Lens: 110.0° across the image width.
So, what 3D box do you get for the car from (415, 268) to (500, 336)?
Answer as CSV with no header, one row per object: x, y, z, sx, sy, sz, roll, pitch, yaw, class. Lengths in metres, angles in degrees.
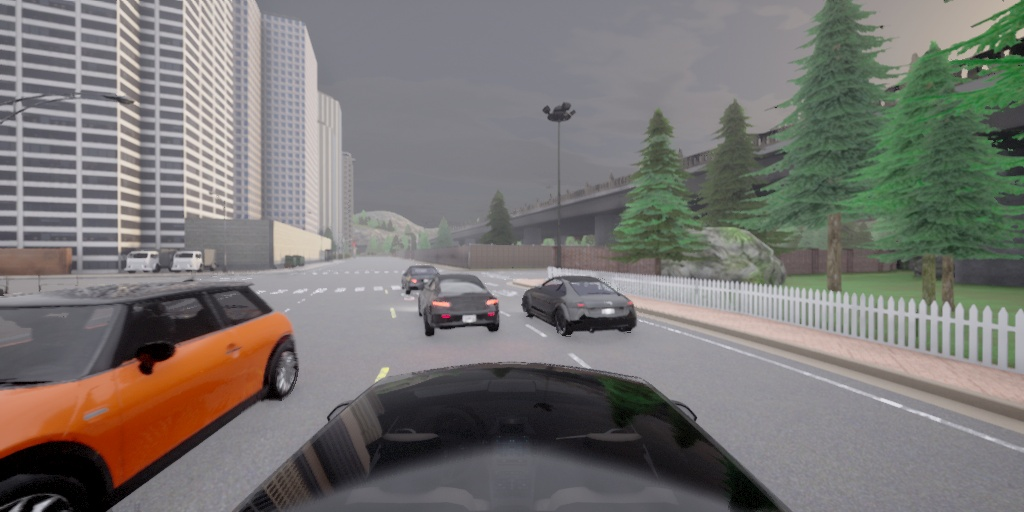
-1.642,1.227,10.242,1.812,1.442,4.674,0,0,-17,car

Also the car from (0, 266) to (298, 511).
-3.938,1.092,3.239,2.097,1.767,4.553,0,0,-7,car

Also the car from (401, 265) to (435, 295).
-4.859,1.199,19.204,2.033,1.411,5.357,0,0,-20,car

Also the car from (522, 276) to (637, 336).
1.720,1.265,10.369,1.994,1.385,4.181,0,0,-15,car
